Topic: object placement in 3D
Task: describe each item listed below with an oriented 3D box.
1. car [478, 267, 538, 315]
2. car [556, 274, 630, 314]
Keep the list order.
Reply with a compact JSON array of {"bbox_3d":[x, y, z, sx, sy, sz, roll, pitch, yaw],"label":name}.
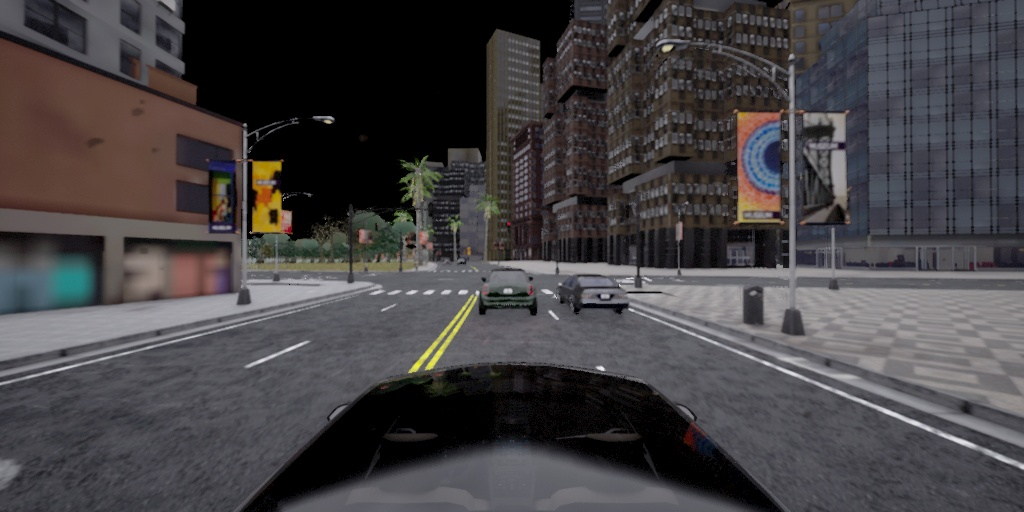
[{"bbox_3d":[-0.190,1.232,14.430,2.097,1.767,4.553,0,0,-2],"label":"car"},{"bbox_3d":[3.059,1.428,14.578,2.033,1.411,5.357,0,-1,-2],"label":"car"}]
